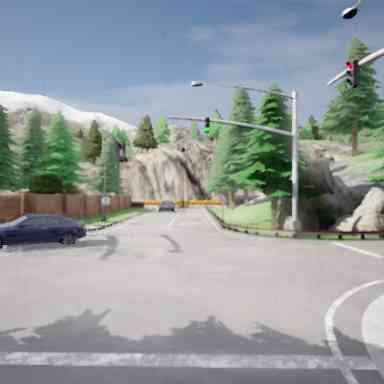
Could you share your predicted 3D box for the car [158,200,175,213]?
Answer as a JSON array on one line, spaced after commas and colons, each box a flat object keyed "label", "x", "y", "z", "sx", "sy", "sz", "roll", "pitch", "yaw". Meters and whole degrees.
[{"label": "car", "x": -3.488, "y": 1.940, "z": 46.590, "sx": 2.097, "sy": 1.767, "sz": 4.553, "roll": 0, "pitch": -1, "yaw": 0}]

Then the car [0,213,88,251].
[{"label": "car", "x": -7.075, "y": 1.704, "z": 14.849, "sx": 4.674, "sy": 1.442, "sz": 1.812, "roll": 1, "pitch": 1, "yaw": -36}]
